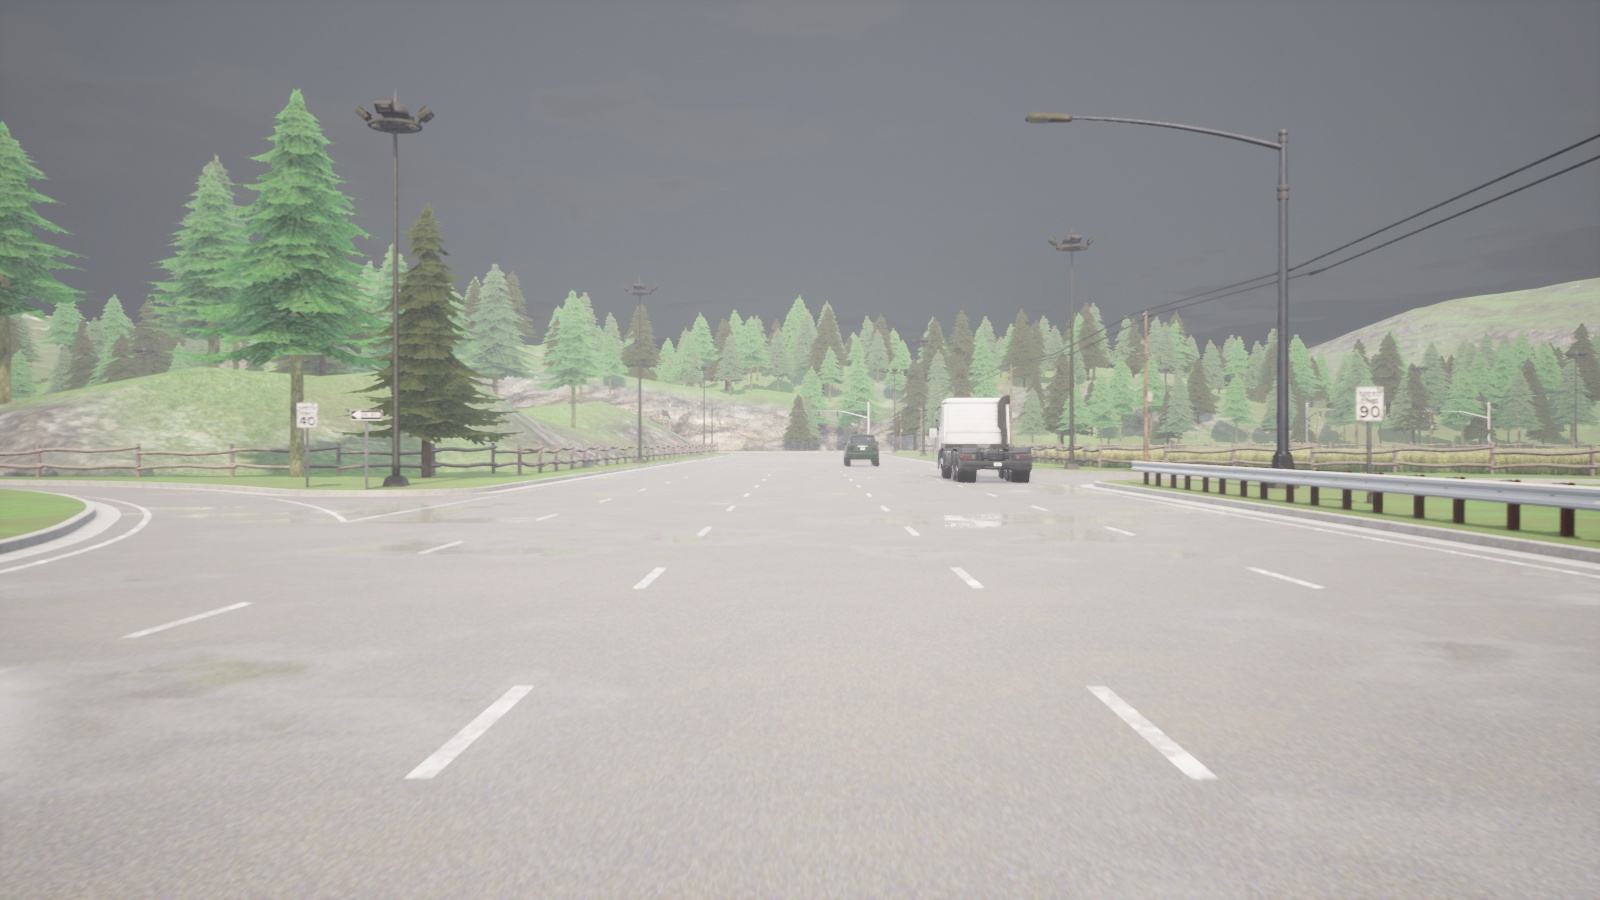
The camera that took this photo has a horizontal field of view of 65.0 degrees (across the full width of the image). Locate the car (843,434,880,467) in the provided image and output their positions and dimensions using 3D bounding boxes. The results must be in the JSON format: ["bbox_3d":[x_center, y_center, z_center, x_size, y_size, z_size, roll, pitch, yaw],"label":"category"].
[{"bbox_3d":[3.979,0.007,82.048,2.150,2.045,5.566,0,0,0],"label":"car"}]

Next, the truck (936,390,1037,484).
[{"bbox_3d":[7.300,-0.513,50.223,2.891,3.462,7.936,0,0,0],"label":"truck"}]
